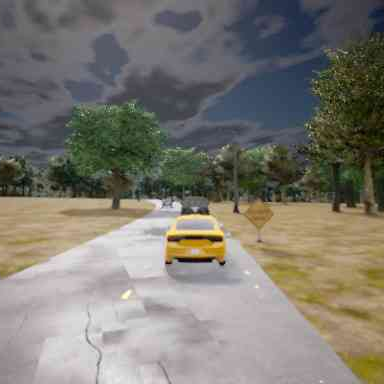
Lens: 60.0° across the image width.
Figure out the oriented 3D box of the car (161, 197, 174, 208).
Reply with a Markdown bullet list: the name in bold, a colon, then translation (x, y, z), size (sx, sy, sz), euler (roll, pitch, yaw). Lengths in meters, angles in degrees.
- **car**: translation (-4.224, 1.919, 56.977), size (2.128, 1.511, 4.902), euler (0, -1, -4)

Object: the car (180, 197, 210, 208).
- **car**: translation (0.224, 1.397, 26.520), size (2.150, 2.045, 5.566), euler (0, 0, 0)

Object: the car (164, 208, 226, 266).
- **car**: translation (0.129, 1.541, 11.850), size (1.882, 1.535, 5.008), euler (0, 0, 1)

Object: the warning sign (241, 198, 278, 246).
- **warning sign**: translation (2.750, 1.193, 13.703), size (1.300, 1.860, 1.060), euler (-1, -1, 1)
